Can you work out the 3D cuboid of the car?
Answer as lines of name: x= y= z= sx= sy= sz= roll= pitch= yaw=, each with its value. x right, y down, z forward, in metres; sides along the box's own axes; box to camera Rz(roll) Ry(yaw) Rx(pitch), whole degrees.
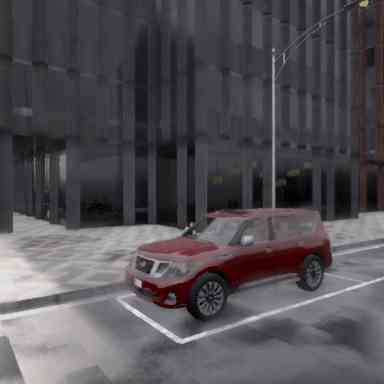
car: x=1.083 y=1.313 z=7.422 sx=5.009 sy=1.841 sz=2.192 roll=0 pitch=0 yaw=-36
